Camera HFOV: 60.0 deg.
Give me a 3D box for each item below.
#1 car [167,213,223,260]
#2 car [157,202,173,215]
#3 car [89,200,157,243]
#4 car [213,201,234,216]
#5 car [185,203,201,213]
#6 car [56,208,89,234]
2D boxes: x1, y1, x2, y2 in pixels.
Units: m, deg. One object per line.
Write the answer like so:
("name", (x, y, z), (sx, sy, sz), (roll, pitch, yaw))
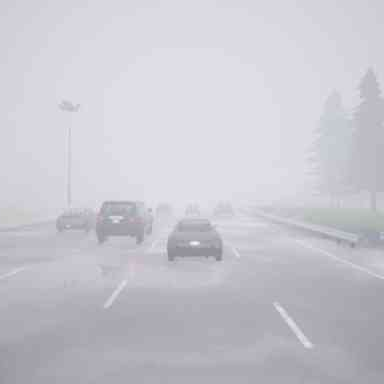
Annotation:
("car", (0.100, 1.725, 13.190), (1.994, 1.385, 4.181), (0, -1, 0))
("car", (-3.410, 2.004, 40.884), (1.837, 1.490, 4.892), (0, 0, 0))
("car", (-3.399, 1.435, 17.543), (2.150, 2.045, 5.566), (0, -1, 0))
("car", (3.594, 1.822, 38.667), (2.097, 1.767, 4.553), (0, -1, 0))
("car", (0.094, 2.024, 39.128), (2.033, 1.411, 5.357), (0, -1, 0))
("car", (-6.898, 1.748, 21.032), (2.128, 1.511, 4.902), (0, -1, 0))
